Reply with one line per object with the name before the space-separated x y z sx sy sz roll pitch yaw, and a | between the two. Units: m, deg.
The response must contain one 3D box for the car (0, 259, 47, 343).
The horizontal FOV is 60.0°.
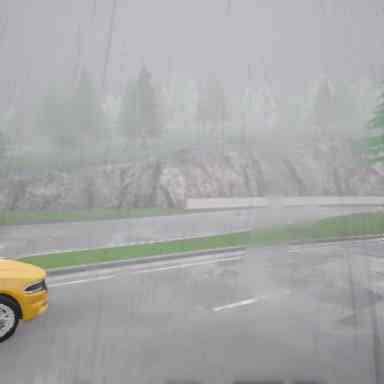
car | -4.728 1.475 4.636 5.008 1.535 1.882 0 0 -35
